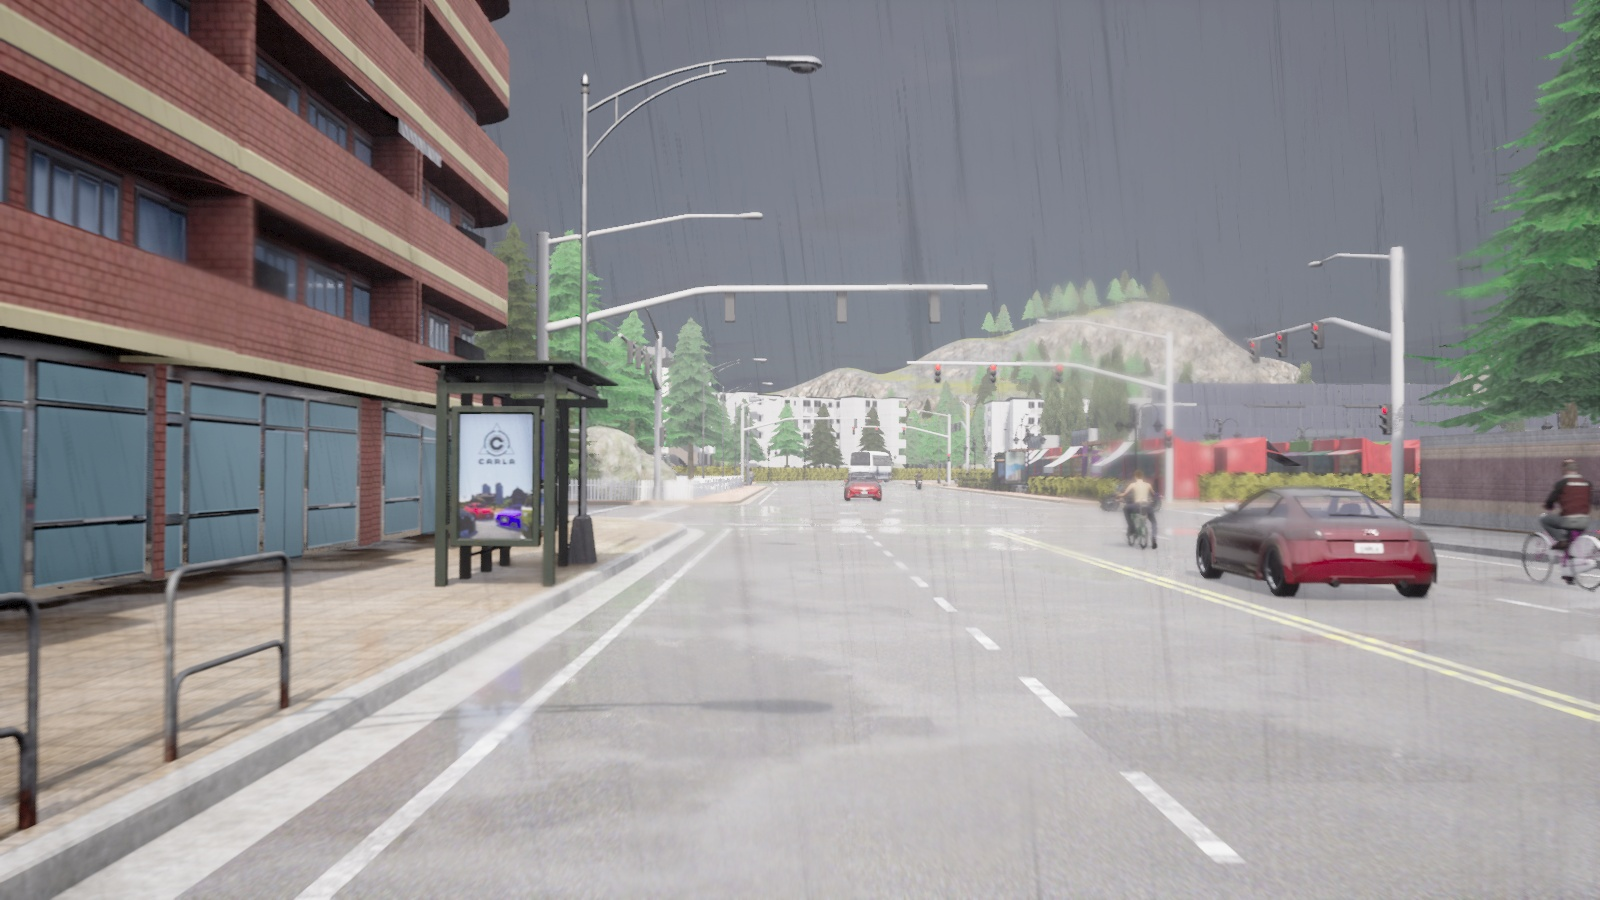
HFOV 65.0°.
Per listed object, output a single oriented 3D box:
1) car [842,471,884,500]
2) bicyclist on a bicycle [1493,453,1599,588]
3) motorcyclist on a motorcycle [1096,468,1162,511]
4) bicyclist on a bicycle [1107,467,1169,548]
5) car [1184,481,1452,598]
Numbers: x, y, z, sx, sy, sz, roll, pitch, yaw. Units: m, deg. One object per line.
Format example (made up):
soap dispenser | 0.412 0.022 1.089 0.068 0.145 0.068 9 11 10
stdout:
car | 3.330 1.874 67.270 2.007 1.525 4.514 0 -1 0
bicyclist on a bicycle | 10.454 0.935 17.399 0.659 1.776 1.843 0 -1 0
motorcyclist on a motorcycle | 12.697 1.513 48.510 2.350 1.649 0.766 0 -1 -1
bicyclist on a bicycle | 6.930 1.156 25.819 0.866 1.612 1.509 0 -1 0
car | 6.954 1.143 17.411 1.994 1.385 4.181 0 -1 0
